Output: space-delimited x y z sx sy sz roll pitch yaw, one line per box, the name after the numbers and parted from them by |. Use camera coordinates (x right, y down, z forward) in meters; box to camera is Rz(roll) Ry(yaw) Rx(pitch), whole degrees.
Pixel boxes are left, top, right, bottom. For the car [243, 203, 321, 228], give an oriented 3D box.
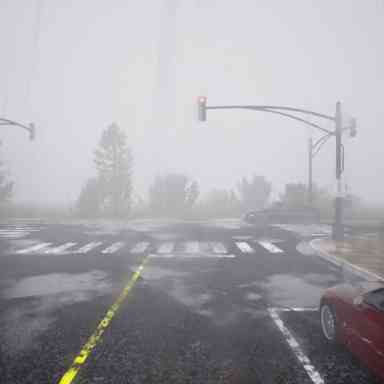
5.788 1.455 21.539 4.902 1.511 2.128 0 1 -1 | car

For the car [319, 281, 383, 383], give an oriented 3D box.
2.813 1.581 3.545 1.802 1.307 4.206 -1 0 0 | car
